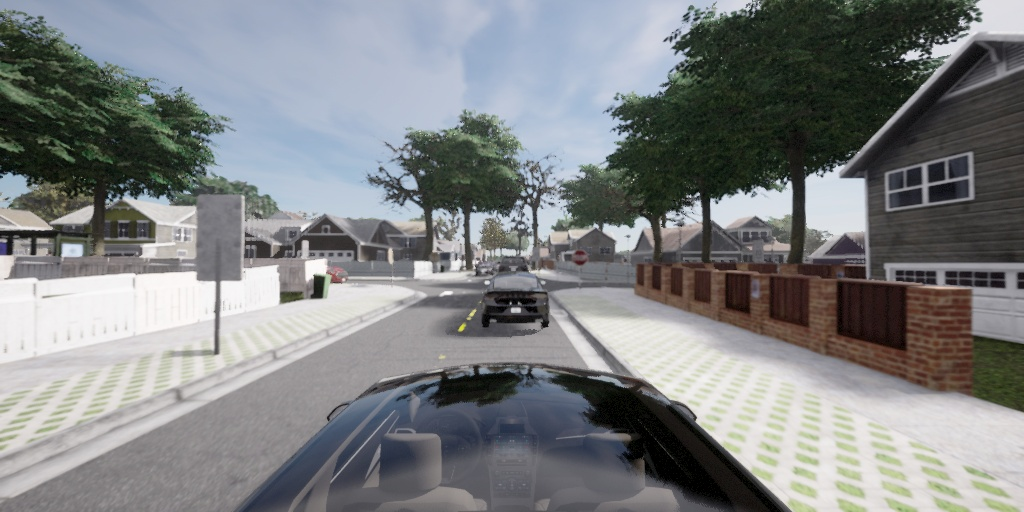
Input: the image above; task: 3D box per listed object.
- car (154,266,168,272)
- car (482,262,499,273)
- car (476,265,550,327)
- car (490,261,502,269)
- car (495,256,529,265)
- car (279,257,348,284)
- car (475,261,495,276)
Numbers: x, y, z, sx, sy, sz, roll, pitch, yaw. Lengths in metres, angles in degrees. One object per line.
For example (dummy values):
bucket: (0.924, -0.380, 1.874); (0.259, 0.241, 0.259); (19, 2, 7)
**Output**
car: (-24.576, 0.911, 23.070); (4.892, 1.490, 1.837); (1, -1, -1)
car: (-2.832, 1.520, 48.525); (1.895, 1.301, 4.718); (0, -1, 1)
car: (0.100, 1.229, 11.565); (1.882, 1.535, 5.008); (0, 0, 0)
car: (-2.771, 1.581, 63.215); (1.837, 1.490, 4.892); (0, -1, 0)
car: (0.099, 1.009, 27.331); (2.150, 2.045, 5.566); (0, 0, 0)
car: (-13.059, 0.917, 23.136); (4.553, 1.767, 2.097); (1, -1, 2)
car: (-2.844, 1.333, 38.285); (2.128, 1.511, 4.902); (0, 0, 0)
